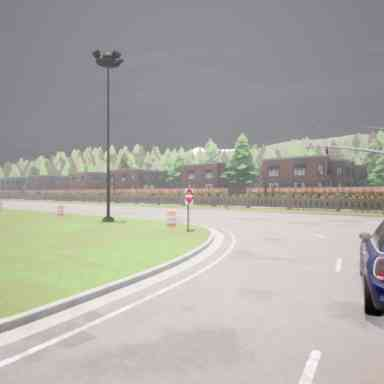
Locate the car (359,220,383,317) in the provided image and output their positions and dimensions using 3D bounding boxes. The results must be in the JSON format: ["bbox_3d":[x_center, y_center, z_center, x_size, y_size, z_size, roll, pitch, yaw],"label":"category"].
[{"bbox_3d":[4.804,1.351,7.112,2.097,1.767,4.553,0,0,26],"label":"car"}]
